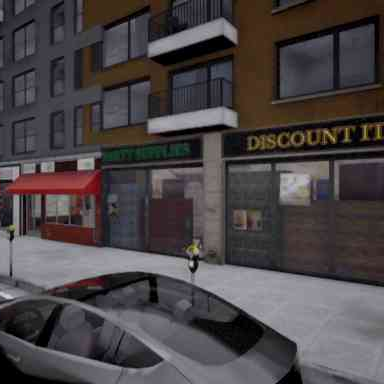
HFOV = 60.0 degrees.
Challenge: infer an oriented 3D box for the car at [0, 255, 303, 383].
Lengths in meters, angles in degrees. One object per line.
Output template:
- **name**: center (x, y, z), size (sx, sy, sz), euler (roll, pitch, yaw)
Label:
- **car**: center (-1.034, 1.563, 3.547), size (4.313, 1.339, 1.947), euler (0, 0, 36)
